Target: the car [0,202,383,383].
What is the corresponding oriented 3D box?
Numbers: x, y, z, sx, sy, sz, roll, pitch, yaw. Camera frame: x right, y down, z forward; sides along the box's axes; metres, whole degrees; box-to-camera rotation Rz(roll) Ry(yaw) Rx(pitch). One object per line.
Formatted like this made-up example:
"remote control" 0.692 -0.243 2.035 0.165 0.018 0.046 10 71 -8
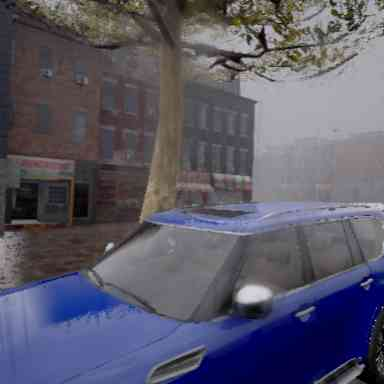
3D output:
"car" 0.367 1.177 3.616 5.566 2.045 2.150 -1 1 -39
